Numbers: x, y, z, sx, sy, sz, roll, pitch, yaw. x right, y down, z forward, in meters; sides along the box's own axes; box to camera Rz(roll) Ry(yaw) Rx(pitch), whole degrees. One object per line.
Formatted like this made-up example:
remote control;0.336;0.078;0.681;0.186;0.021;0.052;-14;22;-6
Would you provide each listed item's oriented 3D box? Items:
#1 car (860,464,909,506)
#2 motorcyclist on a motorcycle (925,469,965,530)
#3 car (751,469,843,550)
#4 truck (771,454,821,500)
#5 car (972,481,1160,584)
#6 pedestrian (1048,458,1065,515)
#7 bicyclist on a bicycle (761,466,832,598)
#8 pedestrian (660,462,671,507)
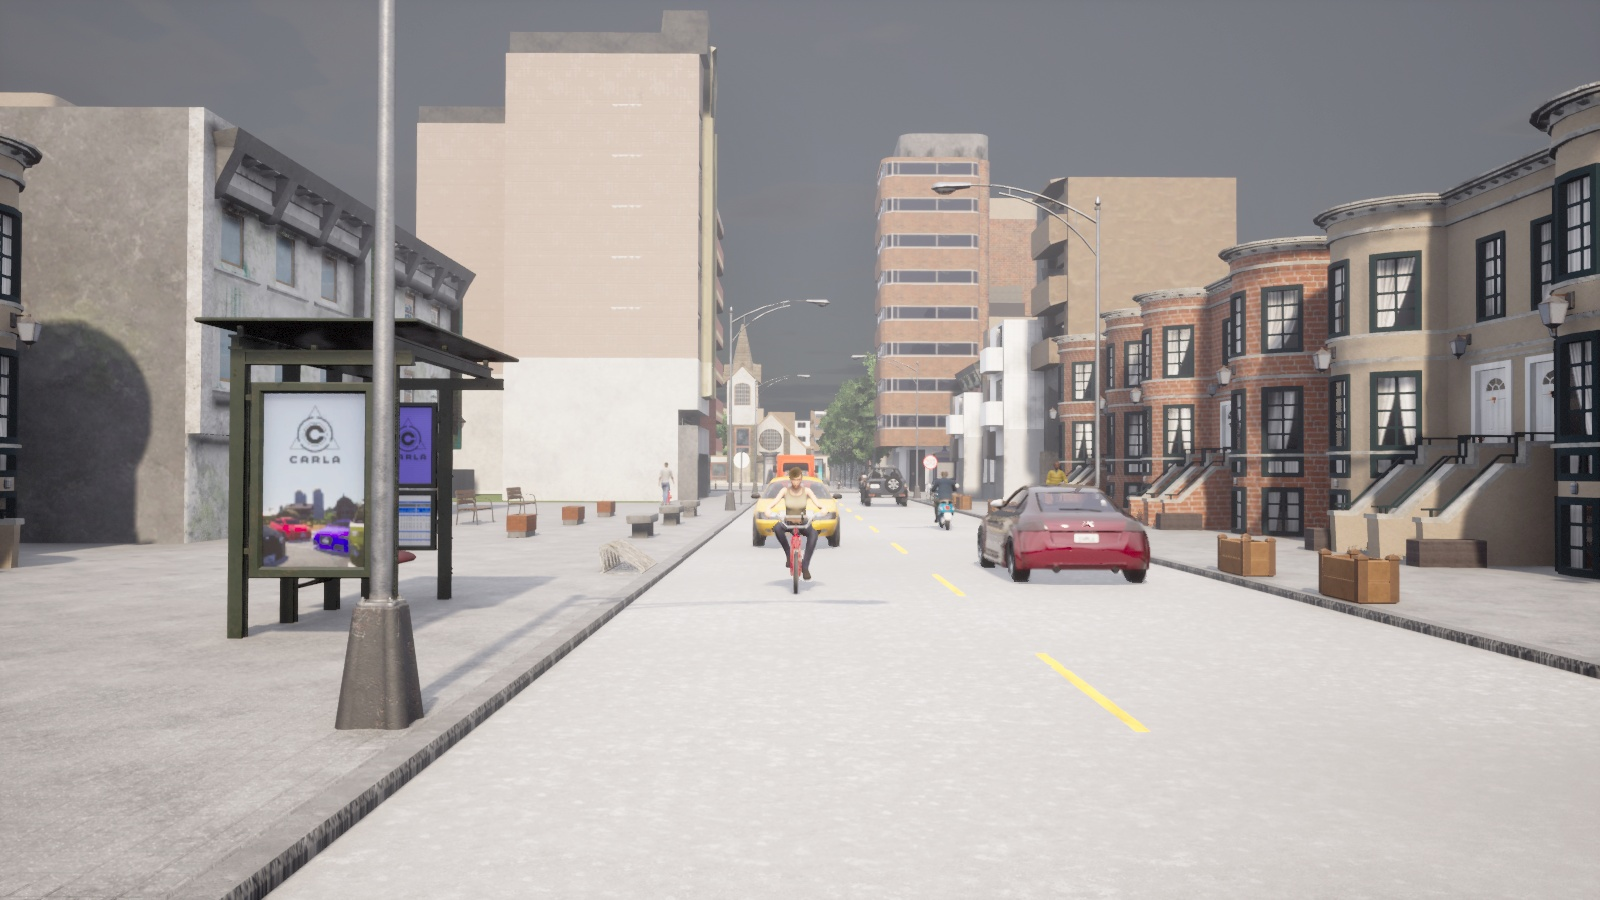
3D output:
car;3.823;1.580;57.526;1.932;1.855;4.605;0;-1;0
motorcyclist on a motorcycle;3.916;1.324;34.098;0.866;1.590;1.817;0;-1;0
car;-0.067;1.212;27.377;1.801;1.575;5.366;0;-1;0
truck;-0.225;1.498;69.831;2.627;2.467;5.204;0;-1;0
car;3.953;1.187;19.391;1.994;1.385;4.181;0;-1;0
pedestrian;8.380;1.179;41.069;0.370;1.835;0.726;0;-1;-2
bicyclist on a bicycle;-0.045;1.022;16.167;0.866;1.612;1.509;0;-1;0
pedestrian;-5.557;1.416;51.905;0.354;1.836;0.706;0;-1;2
